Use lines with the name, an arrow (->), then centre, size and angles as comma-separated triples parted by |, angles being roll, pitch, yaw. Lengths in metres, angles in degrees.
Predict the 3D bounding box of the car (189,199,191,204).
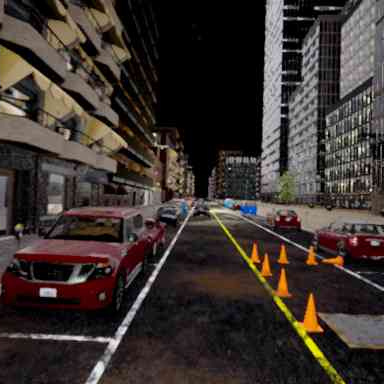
car -> -1.420, 1.920, 41.100 | 1.752, 1.417, 4.829 | 3, -1, 1

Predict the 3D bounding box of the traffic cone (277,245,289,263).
traffic cone -> 3.242, 2.190, 11.834 | 0.340, 0.580, 0.340 | 2, -1, 1

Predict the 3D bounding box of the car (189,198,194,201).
car -> -1.141, 2.077, 52.403 | 2.008, 1.369, 4.403 | 3, -1, 1

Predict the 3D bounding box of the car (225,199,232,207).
car -> 7.375, 2.394, 57.929 | 1.752, 1.417, 4.829 | 3, -1, 1

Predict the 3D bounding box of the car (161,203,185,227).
car -> -1.832, 1.769, 24.566 | 1.947, 1.339, 4.313 | 3, -1, 1

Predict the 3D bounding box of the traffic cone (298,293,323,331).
traffic cone -> 2.094, 2.088, 5.861 | 0.340, 0.580, 0.340 | 2, -1, 1

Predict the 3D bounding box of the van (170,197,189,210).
van -> -1.545, 1.673, 35.704 | 1.690, 1.788, 3.998 | 3, -1, 1

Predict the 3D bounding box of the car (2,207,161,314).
car -> -2.235, 1.326, 7.865 | 2.192, 1.841, 5.009 | 3, -1, 1

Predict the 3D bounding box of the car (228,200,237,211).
car -> 7.231, 2.383, 52.191 | 1.802, 1.307, 4.206 | 3, -1, 1

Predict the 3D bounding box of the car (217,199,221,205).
car -> 8.066, 2.722, 85.768 | 1.752, 1.417, 4.829 | 3, -1, 1

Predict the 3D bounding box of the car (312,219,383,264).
car -> 6.270, 1.789, 13.220 | 1.967, 1.590, 4.097 | 3, -1, 1

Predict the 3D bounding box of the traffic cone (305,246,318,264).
traffic cone -> 4.241, 2.223, 11.809 | 0.340, 0.580, 0.340 | 2, -1, 1

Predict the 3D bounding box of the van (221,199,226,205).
van -> 7.656, 2.338, 68.898 | 1.690, 1.788, 3.998 | 3, -1, 1

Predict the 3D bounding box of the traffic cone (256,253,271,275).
traffic cone -> 2.193, 2.134, 9.860 | 0.340, 0.580, 0.340 | 2, -1, 1

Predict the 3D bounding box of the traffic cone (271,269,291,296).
traffic cone -> 2.144, 2.111, 7.860 | 0.340, 0.580, 0.340 | 2, -1, 1

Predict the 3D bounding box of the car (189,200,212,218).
car -> 1.047, 1.962, 35.332 | 2.033, 1.411, 5.357 | 2, -1, 2

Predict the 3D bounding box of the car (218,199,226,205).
car -> 8.198, 2.806, 91.165 | 1.887, 1.381, 4.507 | 3, -1, 1

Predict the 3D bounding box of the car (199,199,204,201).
car -> 2.568, 2.601, 93.889 | 2.128, 1.511, 4.902 | 2, -1, 1

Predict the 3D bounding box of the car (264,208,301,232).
car -> 6.547, 1.918, 24.356 | 1.967, 1.590, 4.097 | 3, -1, 1

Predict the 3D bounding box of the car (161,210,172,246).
car -> -2.108, 1.619, 13.431 | 1.887, 1.381, 4.507 | 3, -1, 1

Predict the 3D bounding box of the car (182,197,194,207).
car -> -0.715, 2.037, 69.109 | 2.192, 1.841, 5.009 | 3, -1, 1

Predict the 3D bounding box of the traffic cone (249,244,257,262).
traffic cone -> 2.243, 2.157, 11.859 | 0.340, 0.580, 0.340 | 2, -1, 1

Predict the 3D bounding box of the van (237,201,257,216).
van -> 6.966, 2.013, 41.060 | 1.690, 1.788, 3.998 | 3, -1, 1

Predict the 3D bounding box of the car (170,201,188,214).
car -> -1.694, 1.818, 30.134 | 2.008, 1.369, 4.403 | 3, -1, 1

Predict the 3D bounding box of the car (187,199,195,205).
car -> -0.313, 2.465, 85.810 | 1.887, 1.381, 4.507 | 3, -1, 1
